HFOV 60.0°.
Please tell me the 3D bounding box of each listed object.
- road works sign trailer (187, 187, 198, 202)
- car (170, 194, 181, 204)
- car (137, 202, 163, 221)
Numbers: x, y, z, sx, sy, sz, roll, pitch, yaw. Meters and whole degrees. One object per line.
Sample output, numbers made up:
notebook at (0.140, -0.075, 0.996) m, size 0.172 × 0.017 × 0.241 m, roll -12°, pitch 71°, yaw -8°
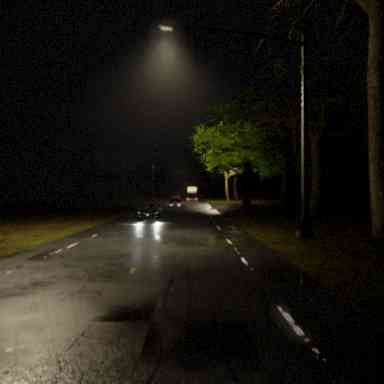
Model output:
road works sign trailer at (0.028, 0.501, 81.668) m, size 2.380 × 3.560 × 2.880 m, roll 0°, pitch 1°, yaw 0°
car at (-3.476, 1.370, 70.266) m, size 2.150 × 2.045 × 5.566 m, roll 0°, pitch 0°, yaw 0°
car at (-3.588, 1.652, 29.192) m, size 1.837 × 1.490 × 4.892 m, roll 0°, pitch 0°, yaw 0°
